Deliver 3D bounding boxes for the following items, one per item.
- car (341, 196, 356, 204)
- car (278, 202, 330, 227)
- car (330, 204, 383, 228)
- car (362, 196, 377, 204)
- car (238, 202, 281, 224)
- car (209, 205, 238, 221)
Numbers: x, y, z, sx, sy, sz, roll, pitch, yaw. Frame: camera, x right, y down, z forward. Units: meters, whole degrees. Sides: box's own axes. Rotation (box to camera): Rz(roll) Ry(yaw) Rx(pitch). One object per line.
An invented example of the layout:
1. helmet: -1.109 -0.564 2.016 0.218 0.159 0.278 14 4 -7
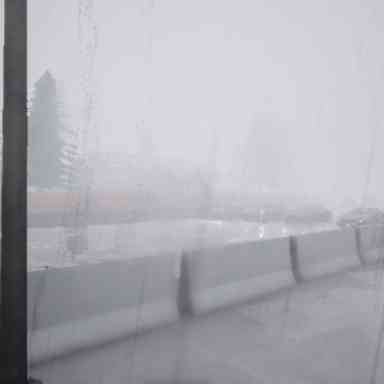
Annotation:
1. car: 29.063 1.739 61.724 2.150 2.045 5.566 0 0 31
2. car: 8.919 1.713 25.251 5.008 1.535 1.882 1 -1 -44
3. car: 12.043 1.773 23.356 5.357 1.411 2.033 1 -1 -44
4. car: 32.096 1.728 59.980 2.150 2.045 5.566 0 -1 31
5. car: 6.235 1.601 27.541 4.553 1.767 2.097 1 -1 -44
6. car: 3.442 1.825 29.708 4.181 1.385 1.994 1 -1 -43
